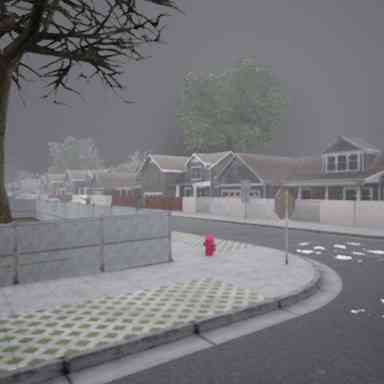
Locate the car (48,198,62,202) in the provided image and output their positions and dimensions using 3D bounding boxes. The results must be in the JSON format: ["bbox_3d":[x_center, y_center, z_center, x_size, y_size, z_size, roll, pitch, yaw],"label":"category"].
[{"bbox_3d":[-19.276,1.561,46.443,1.812,1.442,4.674,0,0,-36],"label":"car"}]
